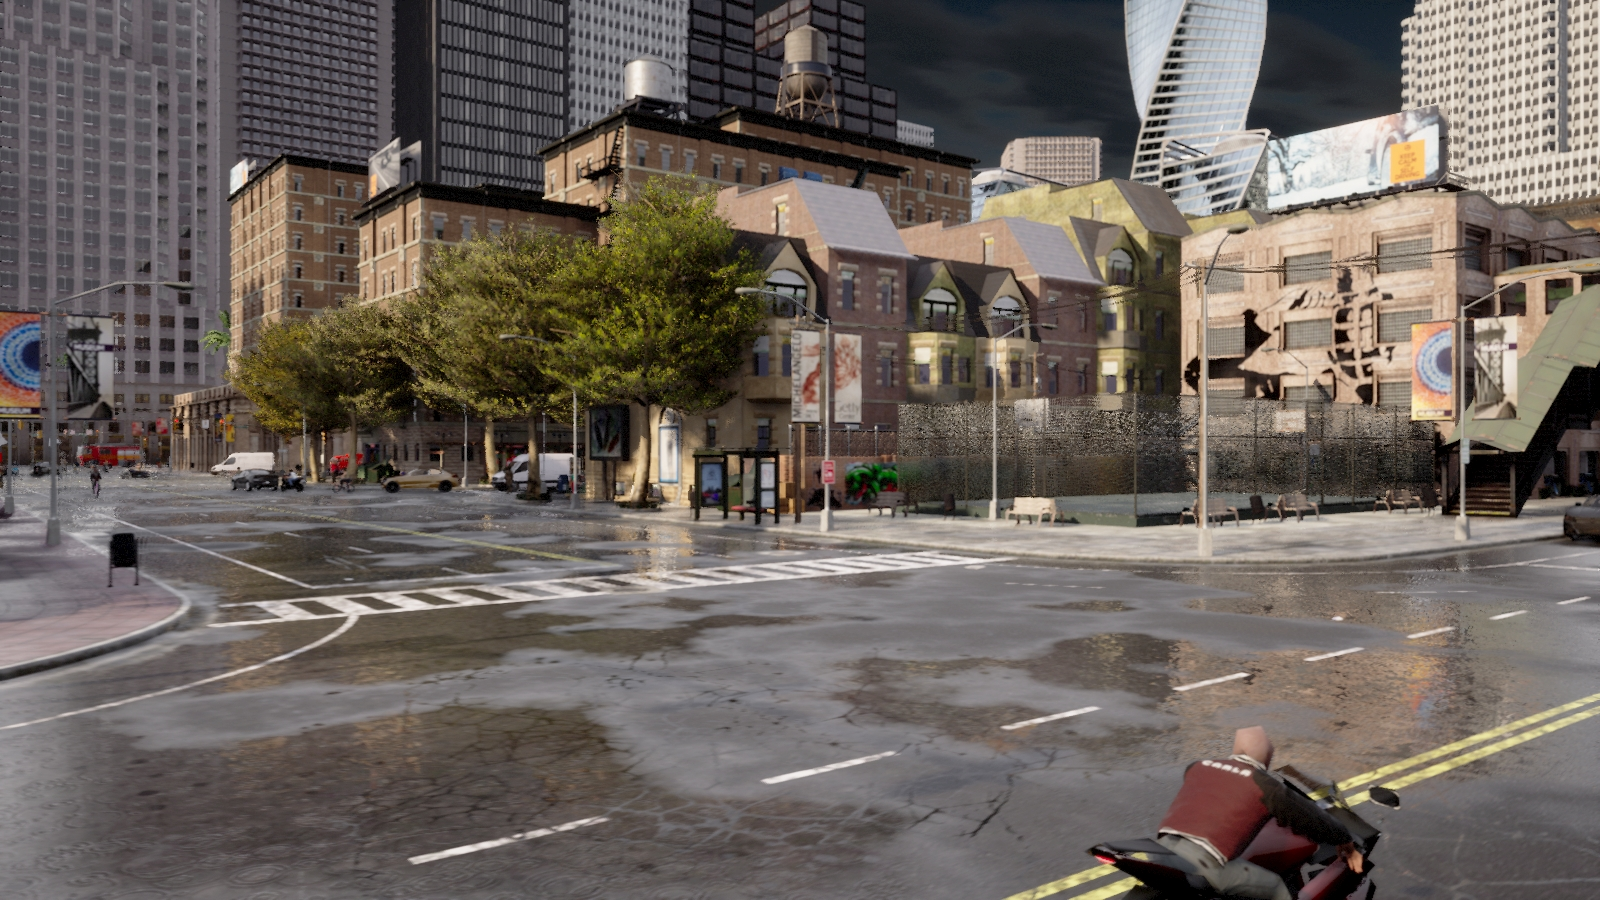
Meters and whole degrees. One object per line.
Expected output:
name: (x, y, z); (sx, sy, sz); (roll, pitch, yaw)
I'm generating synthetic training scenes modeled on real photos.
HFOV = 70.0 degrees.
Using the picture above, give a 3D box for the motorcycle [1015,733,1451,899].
motorcycle: (2.097, 2.205, 5.372); (2.209, 1.251, 0.867); (0, 0, -37)

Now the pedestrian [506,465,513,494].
pedestrian: (-18.256, 1.853, 71.840); (0.375, 1.860, 0.375); (0, 0, -23)

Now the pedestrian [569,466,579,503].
pedestrian: (-11.200, 1.702, 56.615); (0.375, 1.860, 0.375); (0, 0, -30)

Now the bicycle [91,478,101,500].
bicycle: (-39.916, 2.218, 64.783); (0.329, 1.171, 1.835); (0, 0, -38)
